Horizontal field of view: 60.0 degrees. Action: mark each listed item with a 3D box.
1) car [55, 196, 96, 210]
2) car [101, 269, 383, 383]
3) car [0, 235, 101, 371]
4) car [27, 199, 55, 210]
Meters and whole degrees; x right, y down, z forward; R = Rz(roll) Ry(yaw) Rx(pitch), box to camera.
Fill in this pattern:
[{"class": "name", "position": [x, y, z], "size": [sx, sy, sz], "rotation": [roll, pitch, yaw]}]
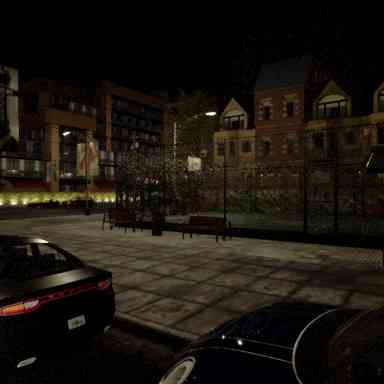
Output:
[{"class": "car", "position": [-14.735, 1.352, 42.937], "size": [2.097, 1.767, 4.553], "rotation": [0, 0, 35]}, {"class": "car", "position": [1.858, 1.354, 1.986], "size": [4.553, 1.767, 2.185], "rotation": [0, 0, 35]}, {"class": "car", "position": [-3.469, 1.480, 5.582], "size": [5.008, 1.535, 2.097], "rotation": [0, 0, 35]}, {"class": "car", "position": [-18.817, 1.601, 43.201], "size": [1.895, 1.301, 4.718], "rotation": [0, 0, 35]}]
